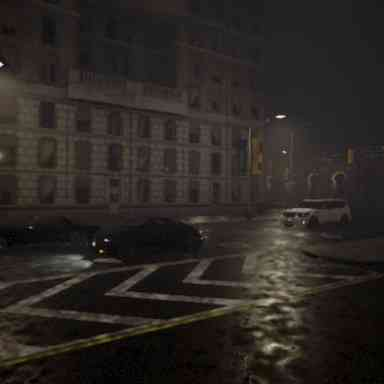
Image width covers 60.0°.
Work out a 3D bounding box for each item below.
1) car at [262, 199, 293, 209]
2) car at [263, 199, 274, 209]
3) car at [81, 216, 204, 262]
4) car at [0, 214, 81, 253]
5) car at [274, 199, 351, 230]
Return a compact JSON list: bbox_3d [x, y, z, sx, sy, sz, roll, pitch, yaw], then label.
[{"bbox_3d":[13.253,1.829,51.973,1.812,1.442,4.674,1,0,-33],"label":"car"},{"bbox_3d":[10.139,1.821,50.335,2.033,1.411,5.357,1,0,-33],"label":"car"},{"bbox_3d":[-1.630,1.600,12.361,4.181,1.385,1.994,1,0,-32],"label":"car"},{"bbox_3d":[-6.246,1.607,13.599,4.718,1.301,1.895,1,0,-32],"label":"car"},{"bbox_3d":[8.605,1.481,22.875,5.566,2.045,2.150,1,0,-32],"label":"car"}]
